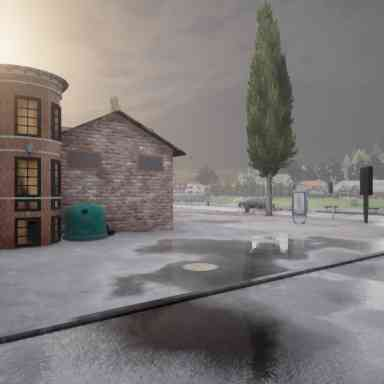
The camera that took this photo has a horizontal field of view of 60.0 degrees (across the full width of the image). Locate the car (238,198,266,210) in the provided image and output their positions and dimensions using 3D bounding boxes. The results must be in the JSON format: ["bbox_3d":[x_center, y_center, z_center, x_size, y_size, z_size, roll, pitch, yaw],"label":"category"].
[{"bbox_3d":[8.022,1.491,42.673,2.128,1.511,4.902,0,0,-36],"label":"car"}]
